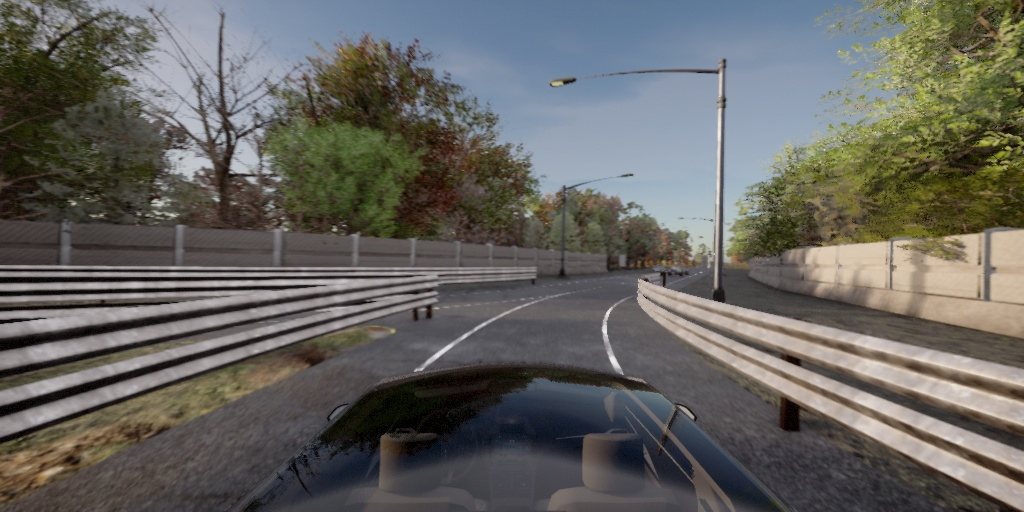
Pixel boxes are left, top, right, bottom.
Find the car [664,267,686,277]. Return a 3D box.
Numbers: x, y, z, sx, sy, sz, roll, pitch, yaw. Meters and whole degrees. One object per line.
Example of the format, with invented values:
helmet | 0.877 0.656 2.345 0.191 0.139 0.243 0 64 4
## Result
car | 24.050 2.287 52.821 1.812 1.442 4.674 0 -1 31
